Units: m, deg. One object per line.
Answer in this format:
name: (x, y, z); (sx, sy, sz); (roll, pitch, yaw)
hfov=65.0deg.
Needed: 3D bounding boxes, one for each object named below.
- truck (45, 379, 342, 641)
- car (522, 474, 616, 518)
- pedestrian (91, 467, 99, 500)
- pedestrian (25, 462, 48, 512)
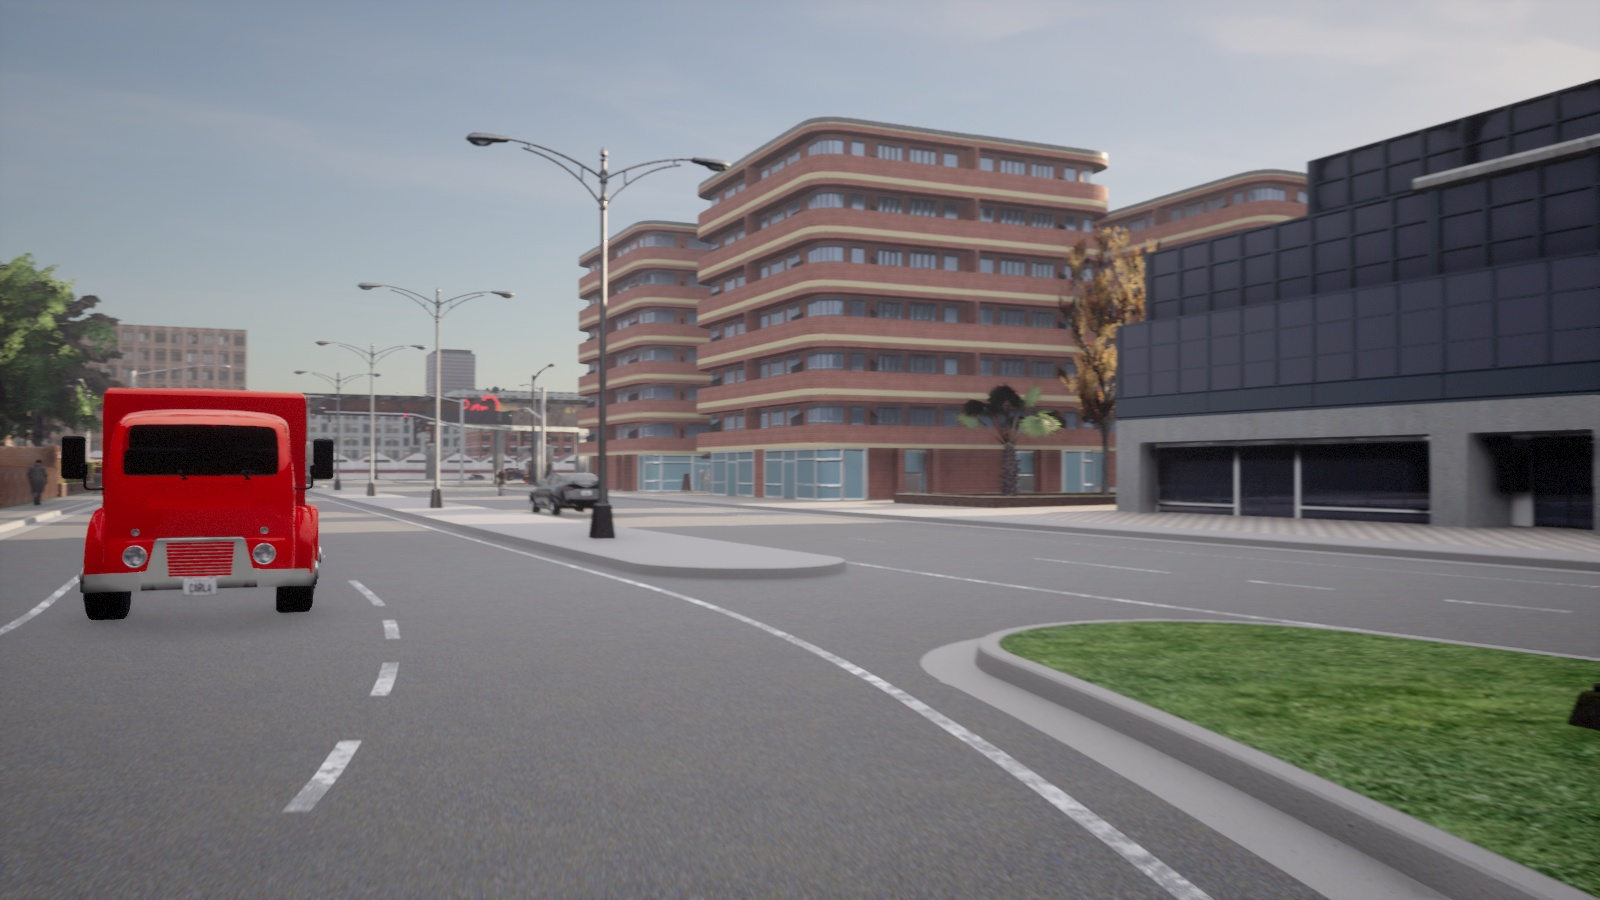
truck: (-6.947, 0.610, 14.734); (2.627, 2.467, 5.204); (0, -1, -24)
car: (-8.331, 1.601, 44.931); (2.163, 1.488, 4.792); (0, -1, -25)
pedestrian: (-38.946, 1.835, 69.394); (0.345, 1.836, 0.594); (0, -1, -25)
pedestrian: (-29.895, 1.450, 49.148); (0.659, 1.952, 0.873); (0, -1, -24)
